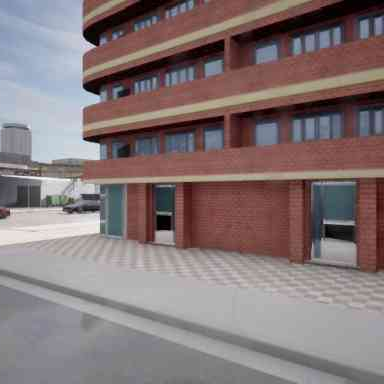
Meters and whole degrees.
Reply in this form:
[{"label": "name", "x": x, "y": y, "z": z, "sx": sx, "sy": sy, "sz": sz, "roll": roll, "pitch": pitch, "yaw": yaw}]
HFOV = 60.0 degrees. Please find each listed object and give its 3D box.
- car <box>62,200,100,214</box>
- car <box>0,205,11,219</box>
[{"label": "car", "x": -11.122, "y": 1.547, "z": 35.589, "sx": 2.033, "sy": 1.411, "sz": 5.357, "roll": 0, "pitch": 0, "yaw": 34}, {"label": "car", "x": -17.076, "y": 1.564, "z": 26.926, "sx": 1.994, "sy": 1.385, "sz": 4.181, "roll": 0, "pitch": 0, "yaw": 34}]
